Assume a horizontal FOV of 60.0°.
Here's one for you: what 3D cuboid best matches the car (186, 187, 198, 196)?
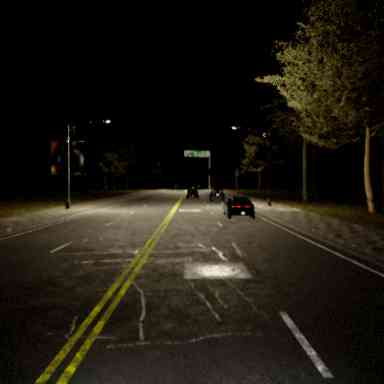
[{"bbox_3d":[0.006,-0.127,62.872,2.033,1.411,5.357,0,2,0],"label":"car"}]

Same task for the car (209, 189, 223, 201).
[{"bbox_3d":[3.307,0.341,44.385,2.033,1.649,4.856,0,2,0],"label":"car"}]

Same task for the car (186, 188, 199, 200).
[{"bbox_3d":[0.105,0.310,48.440,1.812,1.442,4.674,0,2,0],"label":"car"}]

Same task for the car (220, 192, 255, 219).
[{"bbox_3d":[3.337,1.038,24.093,1.837,1.490,4.892,0,2,0],"label":"car"}]
